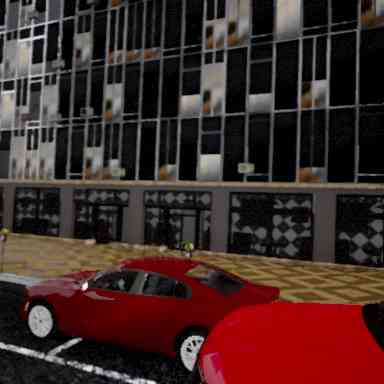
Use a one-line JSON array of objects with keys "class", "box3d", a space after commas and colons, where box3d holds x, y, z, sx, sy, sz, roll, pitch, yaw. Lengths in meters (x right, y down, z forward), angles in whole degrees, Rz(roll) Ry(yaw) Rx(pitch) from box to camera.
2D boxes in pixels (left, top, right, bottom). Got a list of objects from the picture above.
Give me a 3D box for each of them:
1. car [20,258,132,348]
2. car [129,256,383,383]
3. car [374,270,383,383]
[{"class": "car", "box3d": [-0.793, 1.772, 5.616, 4.507, 1.381, 1.887, 1, -2, 22]}, {"class": "car", "box3d": [2.620, 1.414, 1.976, 5.566, 2.045, 2.150, 1, -3, 19]}, {"class": "car", "box3d": [4.493, 1.886, 3.492, 4.313, 1.339, 1.947, 1, -2, 22]}]
